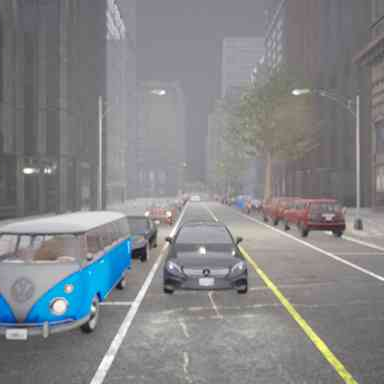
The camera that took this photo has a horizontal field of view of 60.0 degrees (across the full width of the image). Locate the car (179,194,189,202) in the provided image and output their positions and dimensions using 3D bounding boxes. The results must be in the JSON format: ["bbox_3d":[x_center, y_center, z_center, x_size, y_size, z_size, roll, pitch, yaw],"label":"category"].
[{"bbox_3d":[-1.925,1.361,79.744,2.192,1.841,5.009,0,0,0],"label":"car"}]

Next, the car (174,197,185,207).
[{"bbox_3d":[-2.115,1.565,40.274,1.802,1.307,4.206,0,0,0],"label":"car"}]

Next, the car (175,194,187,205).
[{"bbox_3d":[-2.062,1.514,51.381,1.752,1.417,4.829,0,0,0],"label":"car"}]

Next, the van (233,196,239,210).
[{"bbox_3d":[6.410,1.324,40.221,1.690,1.788,3.998,0,0,0],"label":"van"}]

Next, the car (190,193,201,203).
[{"bbox_3d":[0.710,1.254,72.768,2.150,2.045,5.566,0,0,0],"label":"car"}]

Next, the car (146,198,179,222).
[{"bbox_3d":[-2.197,1.423,23.357,1.967,1.590,4.097,0,0,0],"label":"car"}]

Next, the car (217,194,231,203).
[{"bbox_3d":[6.518,1.325,62.778,2.192,1.841,5.009,0,0,0],"label":"car"}]

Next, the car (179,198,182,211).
[{"bbox_3d":[-2.170,1.528,28.996,1.887,1.381,4.507,0,0,0],"label":"car"}]

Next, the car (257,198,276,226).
[{"bbox_3d":[6.328,1.298,23.302,2.192,1.841,5.009,0,0,0],"label":"car"}]

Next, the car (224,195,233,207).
[{"bbox_3d":[6.464,1.571,51.500,1.802,1.307,4.206,0,0,0],"label":"car"}]

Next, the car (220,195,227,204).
[{"bbox_3d":[6.491,1.564,57.138,1.947,1.339,4.313,0,0,0],"label":"car"}]

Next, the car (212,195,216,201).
[{"bbox_3d":[6.600,1.611,79.696,1.947,1.339,4.313,0,0,0],"label":"car"}]

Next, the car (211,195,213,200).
[{"bbox_3d":[6.628,1.584,85.507,1.752,1.417,4.829,0,0,0],"label":"car"}]

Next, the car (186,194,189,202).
[{"bbox_3d":[-2.035,1.314,57.189,2.192,1.841,5.009,0,0,0],"label":"car"}]

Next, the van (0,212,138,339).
[{"bbox_3d":[-2.277,1.332,6.440,1.690,1.788,3.998,0,0,0],"label":"van"}]

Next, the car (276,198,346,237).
[{"bbox_3d":[6.301,1.298,17.663,2.192,1.841,5.009,0,0,0],"label":"car"}]

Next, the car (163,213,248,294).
[{"bbox_3d":[0.302,1.514,8.895,1.812,1.442,4.674,0,0,0],"label":"car"}]

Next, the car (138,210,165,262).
[{"bbox_3d":[-2.251,1.552,12.079,1.947,1.339,4.313,0,0,0],"label":"car"}]

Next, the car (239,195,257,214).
[{"bbox_3d":[6.383,1.423,34.581,1.967,1.590,4.097,0,0,0],"label":"car"}]
